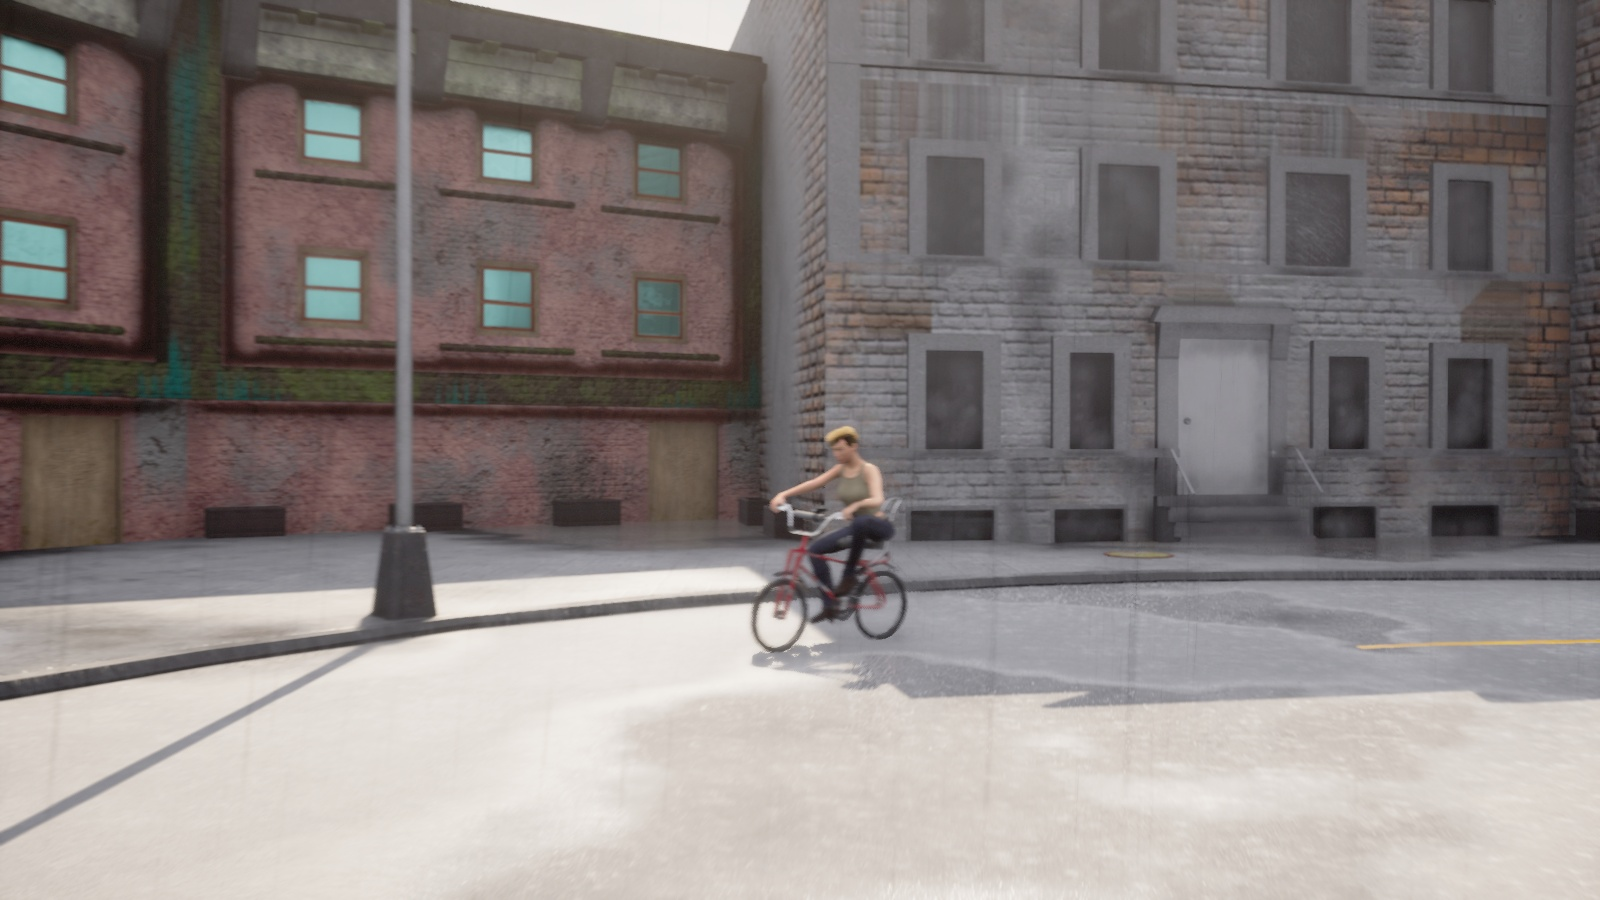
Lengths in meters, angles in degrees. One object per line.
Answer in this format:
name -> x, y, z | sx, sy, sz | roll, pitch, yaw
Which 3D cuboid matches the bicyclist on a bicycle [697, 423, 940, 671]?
bicyclist on a bicycle -> 0.144, 0.630, 9.053 | 1.509, 1.612, 0.866 | 0, 3, -39
